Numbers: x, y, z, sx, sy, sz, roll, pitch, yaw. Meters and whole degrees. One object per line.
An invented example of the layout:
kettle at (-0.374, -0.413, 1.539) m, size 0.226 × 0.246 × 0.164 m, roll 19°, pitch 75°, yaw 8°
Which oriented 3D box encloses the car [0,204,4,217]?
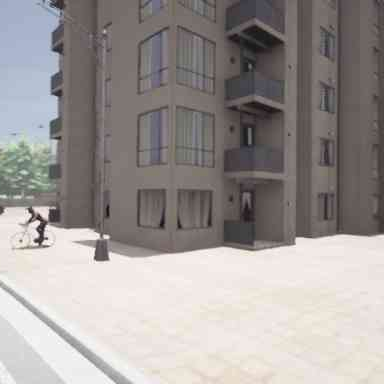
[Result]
car at (-19.874, 1.390, 31.002) m, size 2.150 × 2.045 × 5.566 m, roll 0°, pitch -1°, yaw -1°

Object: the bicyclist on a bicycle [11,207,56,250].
bicyclist on a bicycle at (-6.138, 1.400, 12.964) m, size 1.656 × 1.620 × 0.582 m, roll 1°, pitch -1°, yaw -42°
